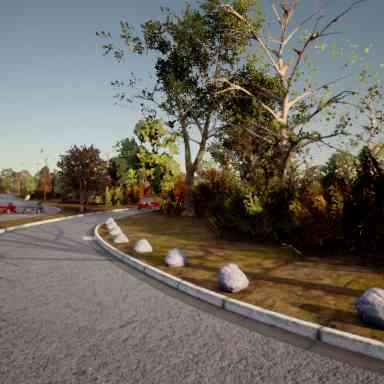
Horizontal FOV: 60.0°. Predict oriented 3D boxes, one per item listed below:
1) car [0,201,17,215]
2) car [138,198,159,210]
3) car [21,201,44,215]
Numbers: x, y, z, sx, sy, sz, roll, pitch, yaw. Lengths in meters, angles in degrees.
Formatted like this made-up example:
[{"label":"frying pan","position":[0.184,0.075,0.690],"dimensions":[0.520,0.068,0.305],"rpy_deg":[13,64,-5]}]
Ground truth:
[{"label":"car","position":[-22.162,1.855,39.238],"dimensions":[1.882,1.535,5.008],"rpy_deg":[0,-1,-15]},{"label":"car","position":[-6.164,1.655,48.891],"dimensions":[2.097,1.767,4.553],"rpy_deg":[0,1,16]},{"label":"car","position":[-18.961,1.880,39.714],"dimensions":[1.837,1.490,4.892],"rpy_deg":[0,0,-14]}]
